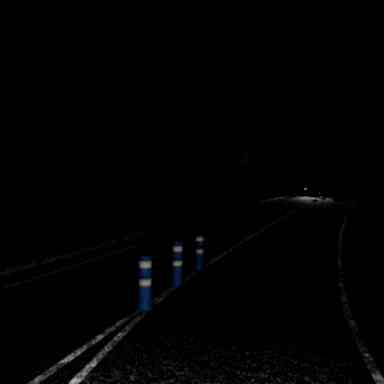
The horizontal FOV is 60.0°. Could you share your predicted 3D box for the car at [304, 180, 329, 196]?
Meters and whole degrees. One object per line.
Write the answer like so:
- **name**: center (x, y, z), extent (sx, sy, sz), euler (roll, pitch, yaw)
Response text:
- **car**: center (14.550, -0.464, 38.778), extent (2.097, 1.767, 4.553), euler (0, 3, 33)
